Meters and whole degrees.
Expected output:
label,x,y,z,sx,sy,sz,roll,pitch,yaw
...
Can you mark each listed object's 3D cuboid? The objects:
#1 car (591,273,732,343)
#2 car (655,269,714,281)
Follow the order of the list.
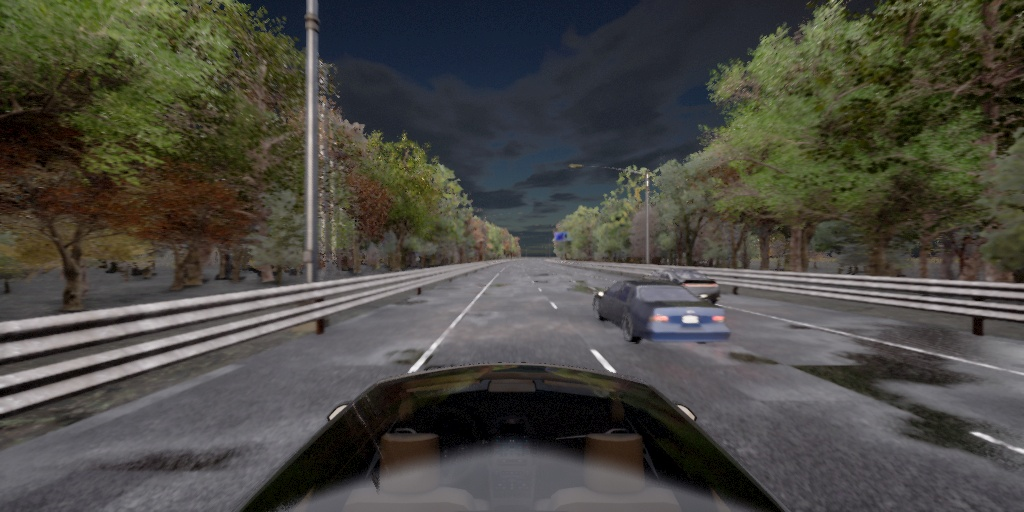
label,x,y,z,sx,sy,sz,roll,pitch,yaw
car,3.599,1.343,9.755,2.033,1.411,5.357,0,0,0
car,7.100,1.321,15.762,2.128,1.511,4.902,0,0,0
